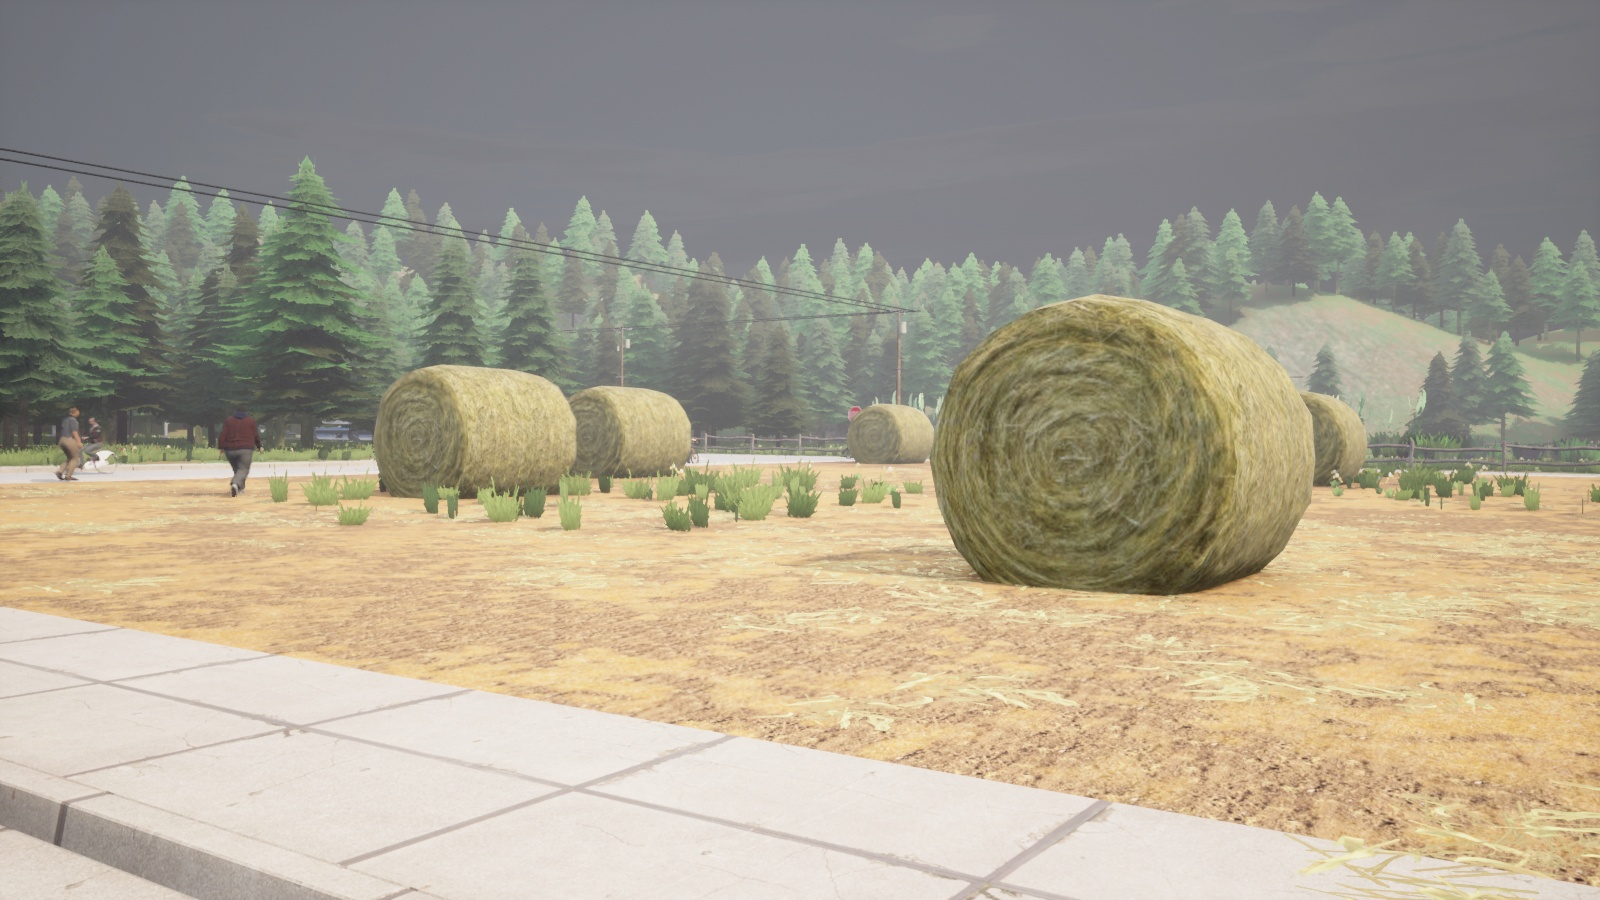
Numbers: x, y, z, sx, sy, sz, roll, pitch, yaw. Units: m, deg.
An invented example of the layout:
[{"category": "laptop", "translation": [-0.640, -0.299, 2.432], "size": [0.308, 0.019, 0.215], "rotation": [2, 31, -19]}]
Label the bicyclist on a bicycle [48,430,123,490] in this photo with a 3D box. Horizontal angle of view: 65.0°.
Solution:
[{"category": "bicyclist on a bicycle", "translation": [-21.815, 0.287, 38.369], "size": [0.659, 1.776, 1.843], "rotation": [0, 1, 35]}]

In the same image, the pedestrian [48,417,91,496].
[{"category": "pedestrian", "translation": [-17.336, 0.136, 29.799], "size": [0.540, 1.848, 0.694], "rotation": [0, 1, 34]}]

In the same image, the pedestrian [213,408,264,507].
[{"category": "pedestrian", "translation": [-10.706, 0.141, 23.961], "size": [0.634, 1.844, 0.899], "rotation": [-1, 1, -7]}]
